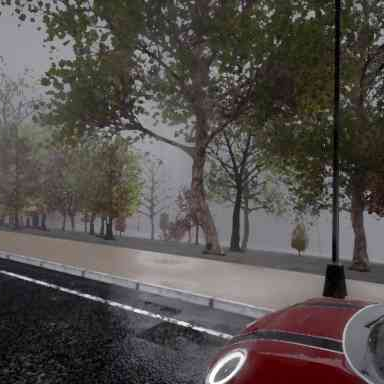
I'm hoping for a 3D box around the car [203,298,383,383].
[{"bbox_3d":[2.238,1.352,2.079,4.553,1.767,2.097,0,0,36],"label":"car"}]
